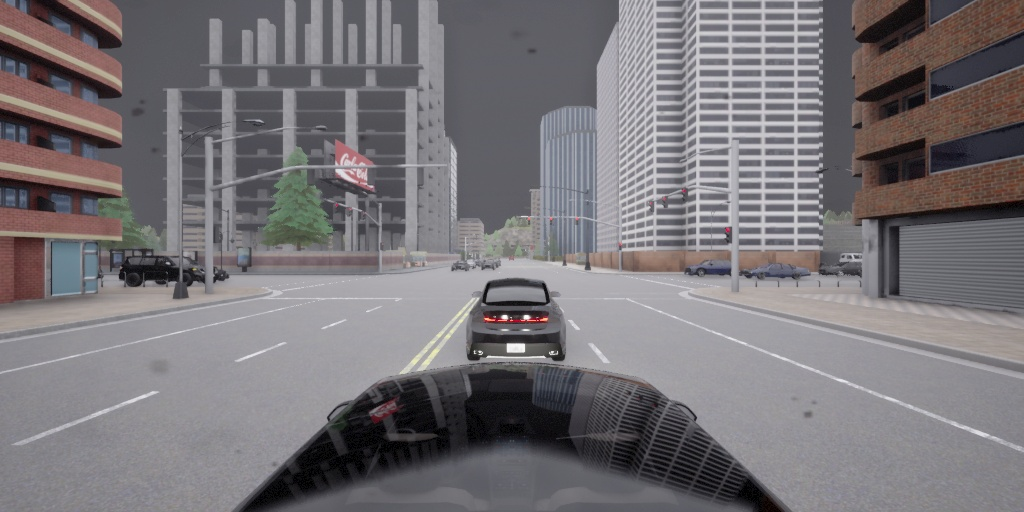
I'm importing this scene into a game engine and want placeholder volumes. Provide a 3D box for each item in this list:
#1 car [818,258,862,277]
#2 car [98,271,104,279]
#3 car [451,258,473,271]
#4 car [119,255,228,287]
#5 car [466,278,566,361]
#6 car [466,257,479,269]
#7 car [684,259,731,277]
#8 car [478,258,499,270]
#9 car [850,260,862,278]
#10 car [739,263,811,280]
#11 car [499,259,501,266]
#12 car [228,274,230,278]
[{"bbox_3d":[32.453,1.249,34.712,4.892,1.490,1.837,-2,0,0],"label":"car"},{"bbox_3d":[-34.871,1.297,27.514,5.357,1.411,2.033,0,0,0],"label":"car"},{"bbox_3d":[-6.859,1.314,47.972,1.994,1.385,4.181,0,0,0],"label":"car"},{"bbox_3d":[-22.808,0.972,24.015,5.566,2.045,2.150,0,0,0],"label":"car"},{"bbox_3d":[0.095,1.255,8.268,1.837,1.490,4.892,0,0,1],"label":"car"},{"bbox_3d":[-6.807,1.276,56.725,1.812,1.442,4.674,0,0,0],"label":"car"},{"bbox_3d":[19.222,1.102,34.728,4.553,1.767,2.097,0,0,0],"label":"car"},{"bbox_3d":[-3.339,1.255,51.525,1.837,1.490,4.892,0,0,0],"label":"car"},{"bbox_3d":[32.724,1.314,31.217,4.181,1.385,1.994,0,0,0],"label":"car"},{"bbox_3d":[22.812,1.297,31.229,5.357,1.411,2.033,0,0,0],"label":"car"},{"bbox_3d":[-3.274,1.227,60.977,1.882,1.535,5.008,0,0,1],"label":"car"},{"bbox_3d":[-24.285,1.314,27.515,4.181,1.385,1.994,0,0,0],"label":"car"}]
